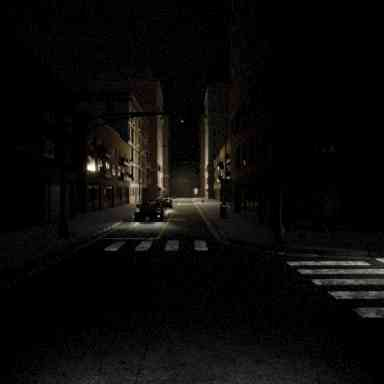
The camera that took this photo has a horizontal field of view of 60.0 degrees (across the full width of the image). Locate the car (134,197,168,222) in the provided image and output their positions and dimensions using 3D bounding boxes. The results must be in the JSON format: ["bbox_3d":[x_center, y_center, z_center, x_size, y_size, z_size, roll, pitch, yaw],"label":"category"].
[{"bbox_3d":[-3.272,1.346,26.499,2.097,1.767,4.553,0,0,-1],"label":"car"}]

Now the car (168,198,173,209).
[{"bbox_3d":[-3.522,1.473,43.934,2.128,1.511,4.902,0,0,-1],"label":"car"}]
